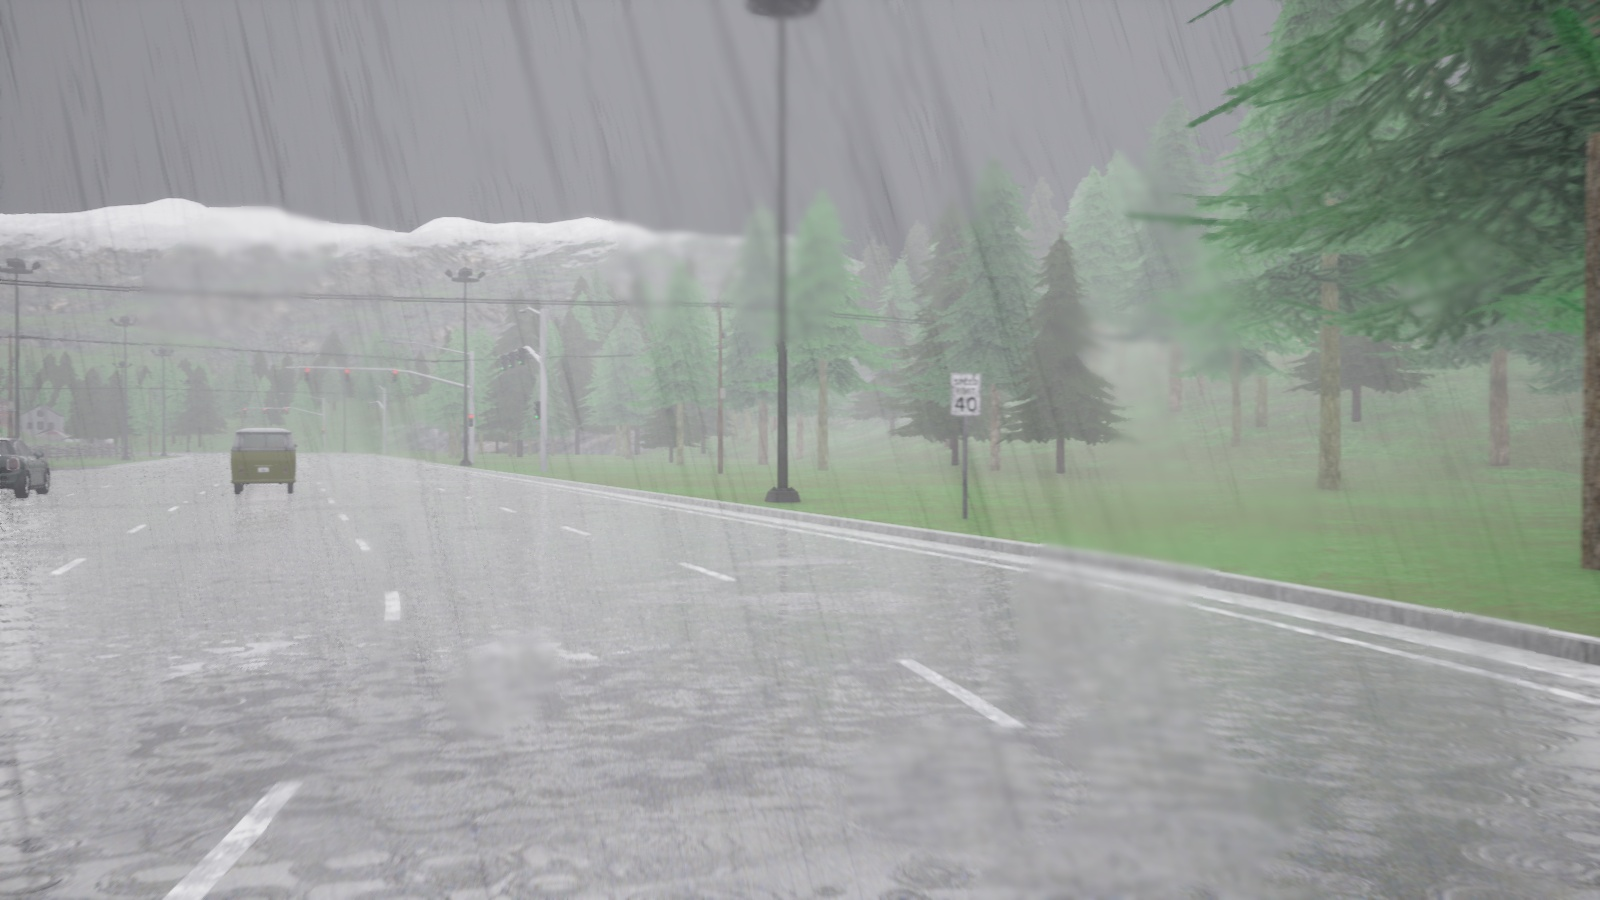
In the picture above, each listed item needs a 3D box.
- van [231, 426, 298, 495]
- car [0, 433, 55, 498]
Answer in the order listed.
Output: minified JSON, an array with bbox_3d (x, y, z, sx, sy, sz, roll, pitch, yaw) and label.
[{"bbox_3d":[-16.346,0.282,38.461,1.775,1.987,4.442,0,0,-22],"label":"van"},{"bbox_3d":[-22.751,0.404,35.624,2.097,1.767,4.553,0,0,-22],"label":"car"}]
